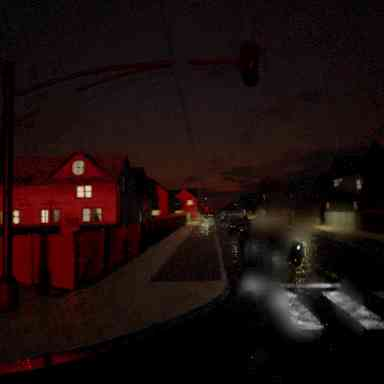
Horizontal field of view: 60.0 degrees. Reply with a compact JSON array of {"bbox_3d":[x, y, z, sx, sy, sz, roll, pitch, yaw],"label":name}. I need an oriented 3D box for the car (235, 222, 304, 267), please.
[{"bbox_3d":[2.996,2.064,13.369,1.895,1.301,4.718,-2,-3,3],"label":"car"}]

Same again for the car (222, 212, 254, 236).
[{"bbox_3d":[3.771,2.592,26.378,2.128,1.511,4.902,-2,-3,3],"label":"car"}]

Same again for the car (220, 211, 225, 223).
[{"bbox_3d":[5.159,3.707,48.206,2.128,1.511,4.902,-2,-3,4],"label":"car"}]
